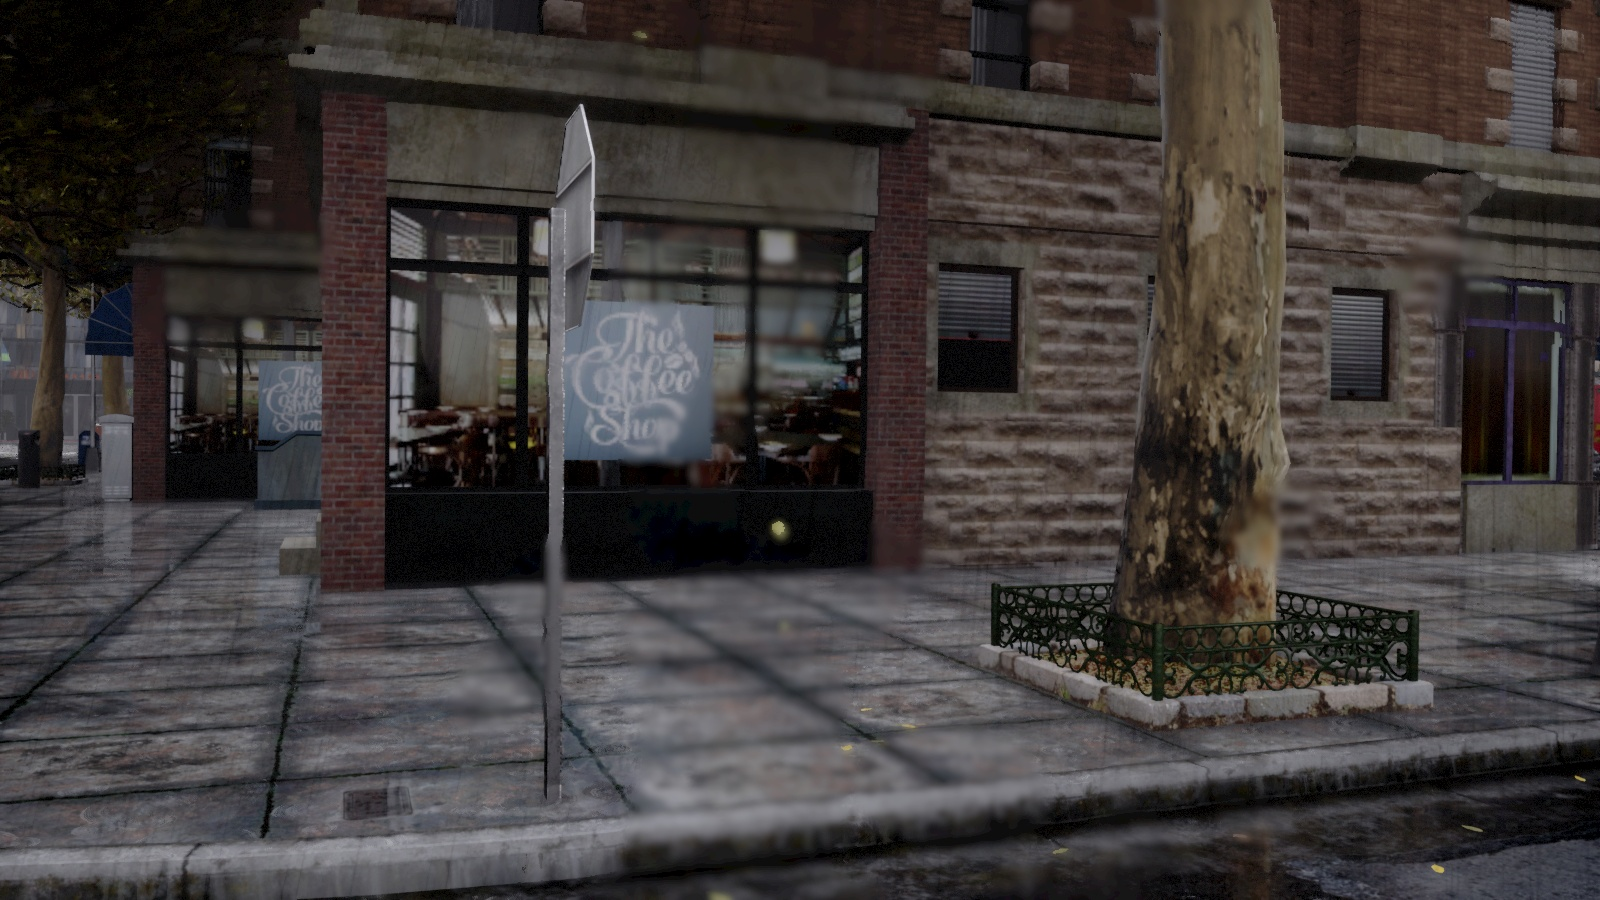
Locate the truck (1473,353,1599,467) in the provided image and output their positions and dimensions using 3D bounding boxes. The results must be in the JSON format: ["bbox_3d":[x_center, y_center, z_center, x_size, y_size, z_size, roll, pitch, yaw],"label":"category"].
[{"bbox_3d":[27.951,-1.375,43.414,2.891,3.827,8.468,-1,1,-20],"label":"truck"}]

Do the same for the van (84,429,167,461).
[{"bbox_3d":[-44.028,-0.338,82.079,4.480,2.038,2.069,-1,1,-20],"label":"van"}]

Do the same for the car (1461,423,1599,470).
[{"bbox_3d":[24.675,-0.142,42.237,1.816,1.474,4.193,-1,1,-20],"label":"car"}]
